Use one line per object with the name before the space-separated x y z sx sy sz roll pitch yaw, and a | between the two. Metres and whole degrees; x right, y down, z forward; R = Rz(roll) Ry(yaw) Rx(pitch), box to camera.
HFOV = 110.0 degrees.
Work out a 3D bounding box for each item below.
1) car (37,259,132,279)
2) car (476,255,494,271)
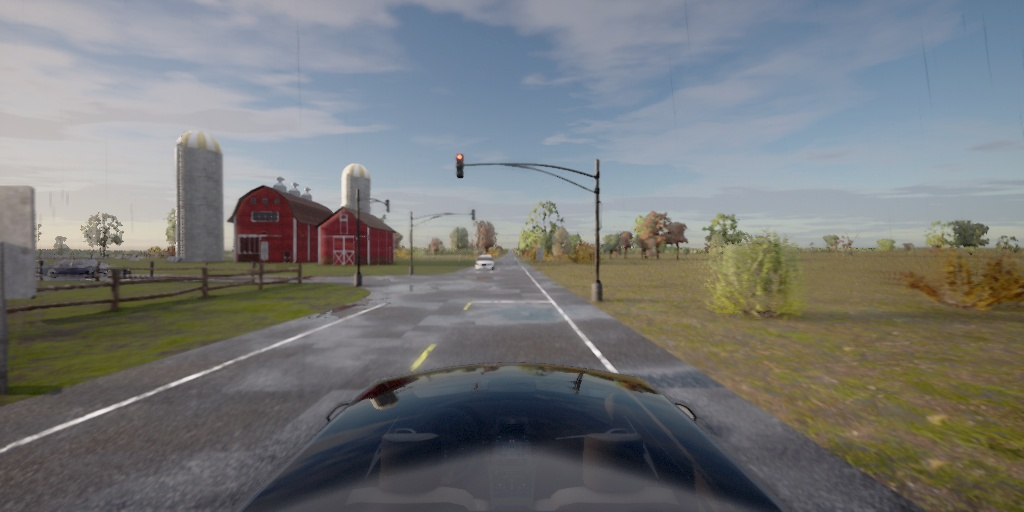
car | -32.205 0.968 27.047 5.357 1.411 2.033 1 1 0
car | -3.508 0.956 47.334 2.150 2.045 5.566 0 2 0
